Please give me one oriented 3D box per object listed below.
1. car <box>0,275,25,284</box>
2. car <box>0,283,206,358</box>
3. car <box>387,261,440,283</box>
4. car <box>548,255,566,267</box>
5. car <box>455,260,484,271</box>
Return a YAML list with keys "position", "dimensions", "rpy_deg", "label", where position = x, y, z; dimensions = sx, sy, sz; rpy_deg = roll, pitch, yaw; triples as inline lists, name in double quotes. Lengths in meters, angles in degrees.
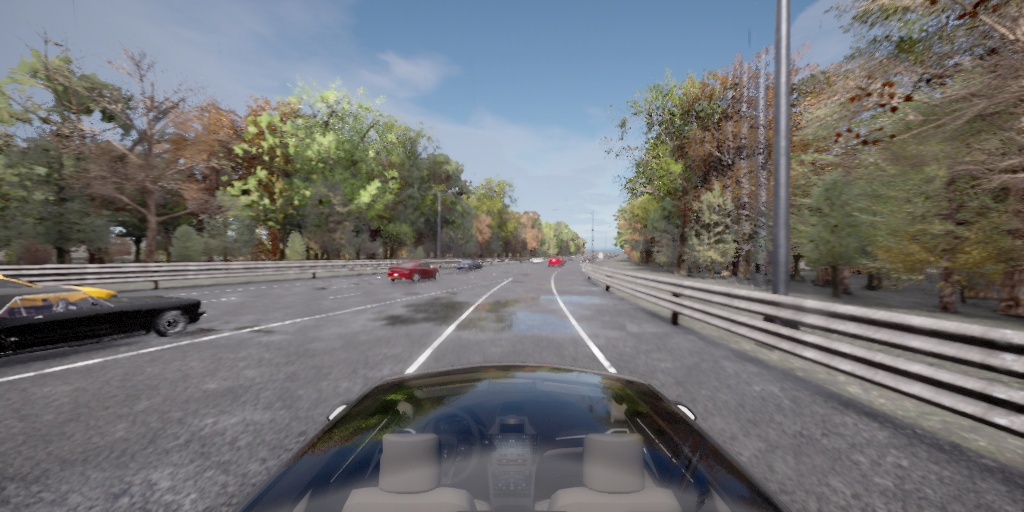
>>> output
- position: [-12.702, 1.114, 8.333]
  dimensions: [1.882, 1.535, 5.008]
  rpy_deg: [1, 0, 17]
  label: "car"
- position: [-9.357, 1.282, 7.313]
  dimensions: [1.895, 1.301, 4.718]
  rpy_deg: [1, 0, 17]
  label: "car"
- position: [-7.121, 1.126, 26.569]
  dimensions: [1.882, 1.535, 5.008]
  rpy_deg: [1, 0, 17]
  label: "car"
- position: [7.944, 0.911, 63.826]
  dimensions: [2.150, 2.045, 5.566]
  rpy_deg: [1, 0, 17]
  label: "car"
- position: [-5.204, 1.151, 44.796]
  dimensions: [2.033, 1.411, 5.357]
  rpy_deg: [1, 0, 17]
  label: "car"
